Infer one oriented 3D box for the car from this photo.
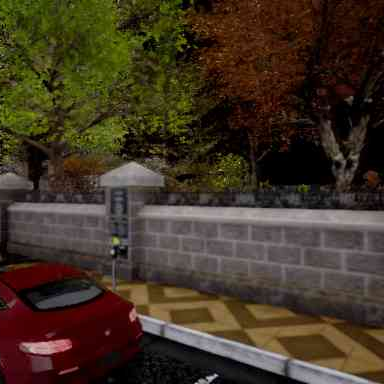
[{"bbox_3d":[-2.549,1.615,4.713,4.206,1.307,1.802,0,0,35],"label":"car"}]
